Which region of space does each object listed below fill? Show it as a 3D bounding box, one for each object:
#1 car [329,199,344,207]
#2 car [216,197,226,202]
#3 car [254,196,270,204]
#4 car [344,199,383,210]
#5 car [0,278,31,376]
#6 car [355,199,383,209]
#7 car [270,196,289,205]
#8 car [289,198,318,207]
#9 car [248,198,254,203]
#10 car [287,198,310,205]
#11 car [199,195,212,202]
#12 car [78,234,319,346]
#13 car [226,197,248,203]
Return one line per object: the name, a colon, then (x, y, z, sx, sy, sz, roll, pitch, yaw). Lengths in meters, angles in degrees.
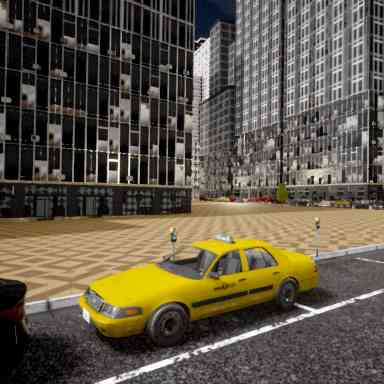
car: (25.591, 1.840, 56.695, 1.752, 1.417, 4.829, 1, -1, -22)
car: (7.881, 1.845, 79.289, 1.752, 1.417, 4.829, 1, -1, -22)
car: (17.217, 1.753, 77.265, 2.192, 1.841, 5.009, 1, -1, -22)
car: (22.581, 1.653, 43.194, 2.008, 1.369, 4.403, 1, -1, -22)
car: (-3.954, 1.565, 3.265, 4.313, 1.339, 1.947, 0, 1, -36)
car: (27.765, 1.833, 51.356, 2.008, 1.369, 4.403, 1, -1, -22)
car: (16.255, 1.636, 58.732, 1.967, 1.590, 4.097, 1, -1, -22)
car: (18.363, 1.715, 53.552, 2.008, 1.369, 4.403, 1, -1, -22)
car: (15.103, 2.051, 82.443, 1.802, 1.307, 4.206, 1, -1, -22)
car: (21.434, 1.927, 66.900, 2.008, 1.369, 4.403, 1, -1, -22)
car: (3.601, 1.698, 89.806, 2.192, 1.841, 5.009, 1, -1, -22)
car: (0.410, 1.528, 6.323, 4.829, 1.417, 1.752, 0, 1, -35)
car: (9.927, 1.729, 74.269, 1.967, 1.590, 4.097, 1, -1, -22)
